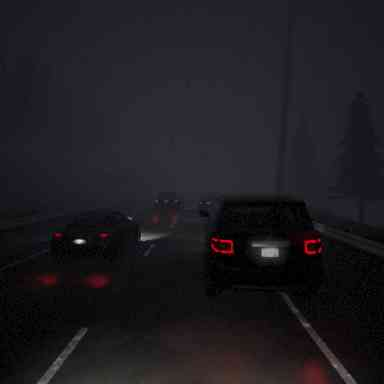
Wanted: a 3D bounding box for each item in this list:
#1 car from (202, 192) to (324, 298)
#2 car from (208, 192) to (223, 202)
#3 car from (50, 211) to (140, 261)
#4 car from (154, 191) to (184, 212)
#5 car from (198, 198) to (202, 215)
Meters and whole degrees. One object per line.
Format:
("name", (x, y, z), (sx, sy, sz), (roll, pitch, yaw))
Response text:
("car", (1.390, 1.051, 8.252), (2.150, 2.045, 5.566), (0, 1, 2))
("car", (3.322, 0.638, 46.307), (1.895, 1.301, 4.718), (0, 1, 7))
("car", (-3.073, 1.323, 11.340), (1.994, 1.385, 4.181), (0, 1, 2))
("car", (-1.909, 0.744, 29.024), (2.097, 1.767, 4.553), (0, 1, 5))
("car", (1.614, 0.922, 29.996), (2.033, 1.411, 5.357), (0, 1, 6))
